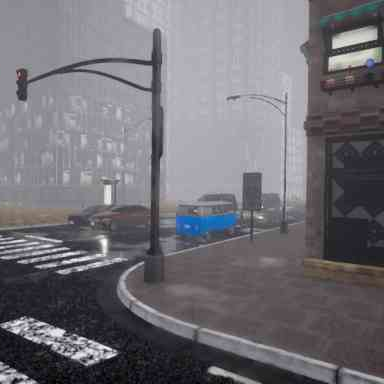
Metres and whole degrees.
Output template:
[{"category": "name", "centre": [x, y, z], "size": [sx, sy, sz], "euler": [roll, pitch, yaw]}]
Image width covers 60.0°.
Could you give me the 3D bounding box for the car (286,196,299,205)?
[{"category": "car", "centre": [16.314, 1.363, 53.294], "size": [1.752, 1.417, 4.829], "euler": [1, 1, 35]}]

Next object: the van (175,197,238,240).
[{"category": "van", "centre": [0.853, 1.368, 16.989], "size": [1.690, 1.788, 3.998], "euler": [1, 1, 35]}]

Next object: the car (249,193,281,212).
[{"category": "car", "centre": [8.091, 1.124, 37.183], "size": [2.150, 2.045, 5.566], "euler": [1, 1, 36]}]

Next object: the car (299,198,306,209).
[{"category": "car", "centre": [15.631, 1.463, 42.417], "size": [1.812, 1.442, 4.674], "euler": [1, 1, 36]}]

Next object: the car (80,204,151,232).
[{"category": "car", "centre": [-4.043, 1.466, 20.096], "size": [1.812, 1.442, 4.674], "euler": [1, 1, 37]}]

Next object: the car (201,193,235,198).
[{"category": "car", "centre": [1.903, 1.142, 28.478], "size": [2.150, 2.045, 5.566], "euler": [1, 1, 36]}]

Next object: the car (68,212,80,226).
[{"category": "car", "centre": [-5.986, 1.467, 21.838], "size": [1.947, 1.339, 4.313], "euler": [1, 1, 35]}]
